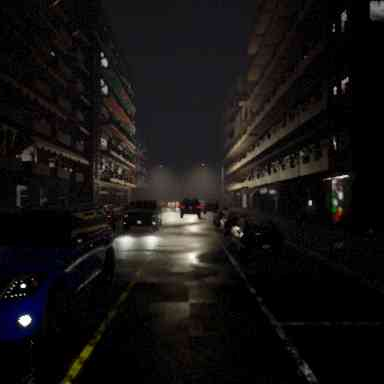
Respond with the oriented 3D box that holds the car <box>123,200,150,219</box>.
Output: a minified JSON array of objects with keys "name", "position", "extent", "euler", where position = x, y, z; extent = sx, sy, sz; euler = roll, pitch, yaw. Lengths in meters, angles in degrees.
[{"name":"car","position":[-5.928,1.804,36.236],"extent":[2.192,1.841,5.009],"euler":[1,-1,0]}]

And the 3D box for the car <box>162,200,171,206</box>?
[{"name":"car","position":[-6.250,2.681,80.770],"extent":[1.802,1.307,4.206],"euler":[1,-1,0]}]

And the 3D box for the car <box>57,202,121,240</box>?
[{"name":"car","position":[-5.808,1.579,19.535],"extent":[2.192,1.841,5.009],"euler":[1,-1,0]}]

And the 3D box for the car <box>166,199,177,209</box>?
[{"name":"car","position":[-3.482,2.207,63.200],"extent":[2.097,1.767,4.553],"euler":[0,-1,0]}]

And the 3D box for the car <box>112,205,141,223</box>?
[{"name":"car","position":[-5.890,1.937,30.496],"extent":[1.752,1.417,4.829],"euler":[1,-1,0]}]

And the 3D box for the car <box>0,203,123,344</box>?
[{"name":"car","position":[-3.141,1.320,6.941],"extent":[2.150,2.045,5.566],"euler":[0,-1,0]}]

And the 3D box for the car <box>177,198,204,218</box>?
[{"name":"car","position":[-0.143,1.700,35.582],"extent":[2.150,2.045,5.566],"euler":[0,-1,-1]}]

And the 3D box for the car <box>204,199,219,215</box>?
[{"name":"car","position":[2.413,1.877,41.830],"extent":[2.192,1.841,5.009],"euler":[1,-1,0]}]

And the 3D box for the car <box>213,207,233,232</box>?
[{"name":"car","position":[2.569,1.812,19.558],"extent":[2.008,1.369,4.403],"euler":[1,-1,0]}]

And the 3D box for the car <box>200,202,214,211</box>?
[{"name":"car","position":[2.330,2.264,52.961],"extent":[2.008,1.369,4.403],"euler":[1,-1,0]}]

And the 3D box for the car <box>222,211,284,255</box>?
[{"name":"car","position":[2.609,1.738,13.991],"extent":[2.008,1.369,4.403],"euler":[1,-1,0]}]

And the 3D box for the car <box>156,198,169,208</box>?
[{"name":"car","position":[-6.167,2.260,69.639],"extent":[2.192,1.841,5.009],"euler":[1,-1,0]}]

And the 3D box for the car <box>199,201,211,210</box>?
[{"name":"car","position":[2.290,2.334,58.528],"extent":[1.887,1.381,4.507],"euler":[1,-1,0]}]

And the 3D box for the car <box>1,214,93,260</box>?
[{"name":"car","position":[-5.771,1.735,13.964],"extent":[1.887,1.381,4.507],"euler":[1,-1,0]}]

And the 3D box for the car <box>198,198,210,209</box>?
[{"name":"car","position":[2.253,2.181,64.098],"extent":[2.192,1.841,5.009],"euler":[1,-1,0]}]

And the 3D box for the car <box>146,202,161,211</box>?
[{"name":"car","position":[-6.050,2.283,52.935],"extent":[1.947,1.339,4.313],"euler":[1,-1,0]}]

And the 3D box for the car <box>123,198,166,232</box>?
[{"name":"car","position":[-3.257,1.535,23.103],"extent":[2.150,2.045,5.566],"euler":[0,-1,0]}]

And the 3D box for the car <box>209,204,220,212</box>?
[{"name":"car","position":[2.529,1.864,25.295],"extent":[1.752,1.417,4.829],"euler":[1,-1,0]}]
